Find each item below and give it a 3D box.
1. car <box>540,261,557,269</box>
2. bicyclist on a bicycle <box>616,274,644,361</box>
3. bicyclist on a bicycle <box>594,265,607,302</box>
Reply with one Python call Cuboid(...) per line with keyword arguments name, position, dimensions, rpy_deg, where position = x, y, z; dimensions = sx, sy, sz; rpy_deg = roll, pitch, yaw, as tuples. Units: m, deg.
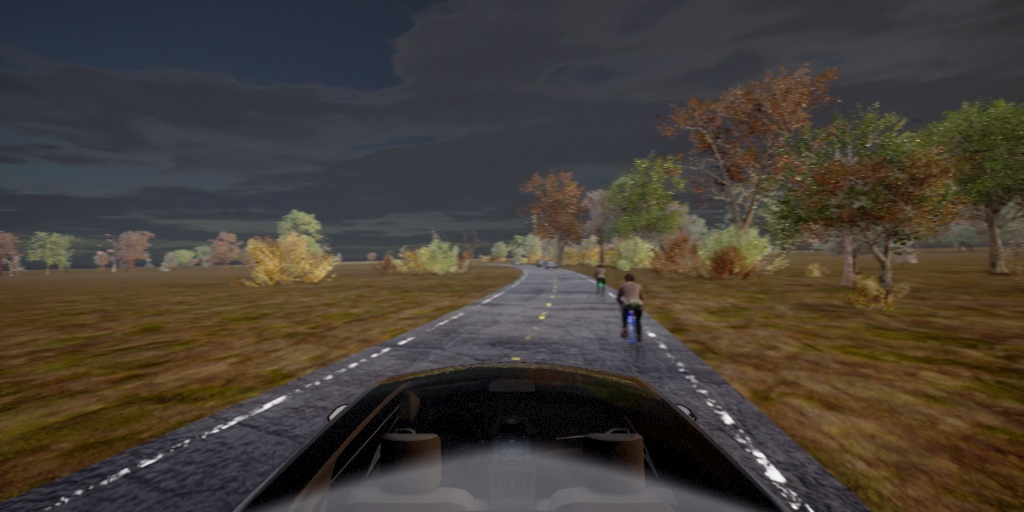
Cuboid(name="car", position=(6.703, 1.602, 62.956), dimensions=(2.033, 1.411, 5.357), rpy_deg=(-1, 0, -1))
Cuboid(name="bicyclist on a bicycle", position=(2.414, 1.190, 7.269), dimensions=(0.582, 1.620, 1.656), rpy_deg=(-1, -1, 11))
Cuboid(name="bicyclist on a bicycle", position=(4.023, 1.219, 16.218), dimensions=(0.582, 1.620, 1.656), rpy_deg=(-1, -1, 9))
